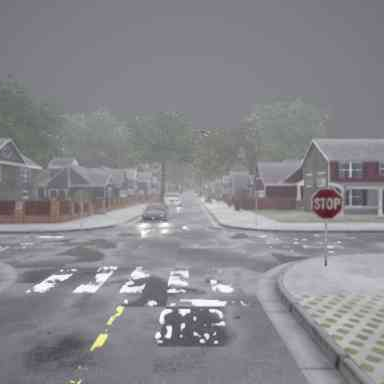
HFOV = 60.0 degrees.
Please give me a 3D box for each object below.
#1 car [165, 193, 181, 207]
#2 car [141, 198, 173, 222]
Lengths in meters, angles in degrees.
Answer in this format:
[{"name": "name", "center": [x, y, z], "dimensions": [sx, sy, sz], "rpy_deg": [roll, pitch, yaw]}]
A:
[{"name": "car", "center": [-2.778, 1.173, 49.219], "dimensions": [2.150, 2.045, 5.566], "rpy_deg": [0, 0, 0]}, {"name": "car", "center": [-2.765, 1.525, 25.948], "dimensions": [1.837, 1.490, 4.892], "rpy_deg": [0, 2, 0]}]
